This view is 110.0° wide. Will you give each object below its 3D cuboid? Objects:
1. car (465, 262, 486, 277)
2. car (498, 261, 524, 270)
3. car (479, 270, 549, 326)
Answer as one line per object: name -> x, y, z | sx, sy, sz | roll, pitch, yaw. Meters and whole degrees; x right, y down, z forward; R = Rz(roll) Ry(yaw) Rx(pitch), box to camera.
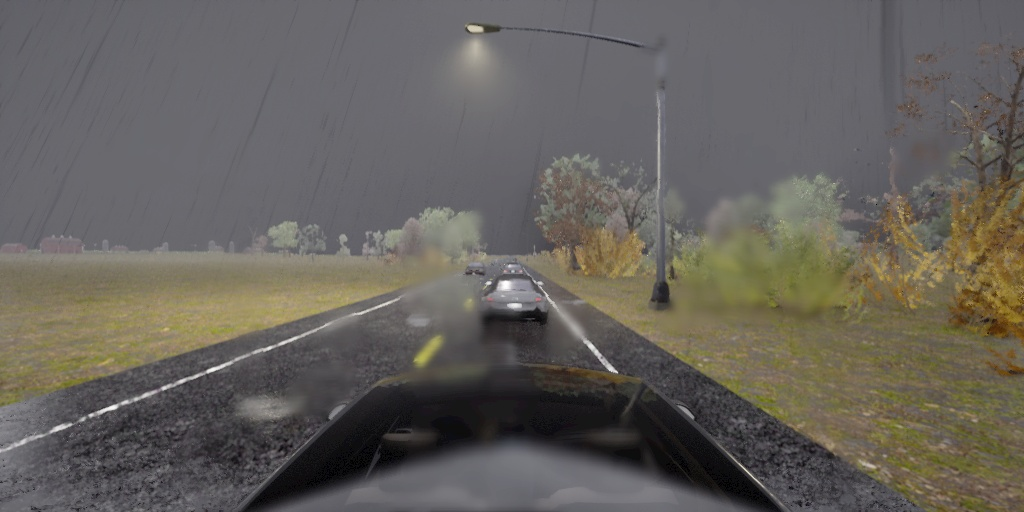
car -> -3.608, 1.304, 36.627 | 2.033, 1.411, 5.357 | 0, 0, 0
car -> 0.088, 1.304, 30.950 | 2.033, 1.411, 5.357 | 0, 0, 0
car -> 0.079, 1.318, 11.747 | 1.994, 1.385, 4.181 | 0, 0, 0
